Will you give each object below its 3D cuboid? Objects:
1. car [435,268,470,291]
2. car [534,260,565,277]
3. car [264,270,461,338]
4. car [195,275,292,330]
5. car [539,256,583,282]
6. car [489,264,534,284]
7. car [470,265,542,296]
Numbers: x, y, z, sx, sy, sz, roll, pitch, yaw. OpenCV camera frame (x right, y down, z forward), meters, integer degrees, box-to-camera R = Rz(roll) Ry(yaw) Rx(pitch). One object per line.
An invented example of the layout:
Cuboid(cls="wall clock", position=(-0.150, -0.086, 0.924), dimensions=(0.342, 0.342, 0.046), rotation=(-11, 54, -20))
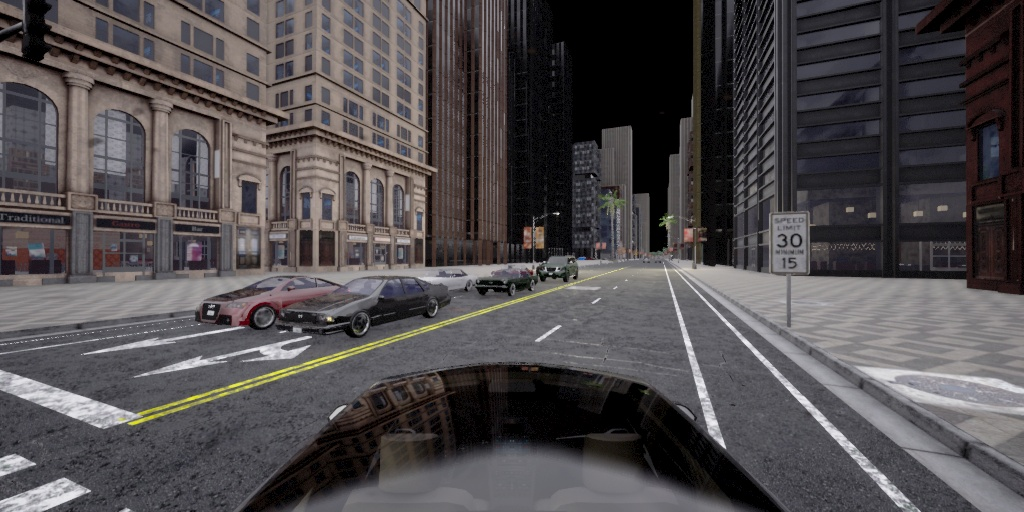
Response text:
Cuboid(cls="car", position=(-3.762, 1.357, 19.332), dimensions=(1.895, 1.301, 4.718), rotation=(0, 0, 23))
Cuboid(cls="car", position=(4.051, 1.251, 37.925), dimensions=(1.882, 1.535, 5.008), rotation=(0, 0, 23))
Cuboid(cls="car", position=(-3.874, 1.299, 10.631), dimensions=(2.033, 1.411, 5.357), rotation=(0, 0, 23))
Cuboid(cls="car", position=(-7.135, 1.316, 11.247), dimensions=(1.994, 1.385, 4.181), rotation=(0, 0, 23))
Cuboid(cls="car", position=(3.951, 0.987, 29.347), dimensions=(2.150, 2.045, 5.566), rotation=(0, 0, 22))
Cuboid(cls="car", position=(0.081, 1.364, 28.523), dimensions=(1.895, 1.301, 4.718), rotation=(0, 0, 23))
Cuboid(cls="car", position=(-0.177, 1.358, 19.479), dimensions=(1.895, 1.301, 4.718), rotation=(0, 0, 23))
